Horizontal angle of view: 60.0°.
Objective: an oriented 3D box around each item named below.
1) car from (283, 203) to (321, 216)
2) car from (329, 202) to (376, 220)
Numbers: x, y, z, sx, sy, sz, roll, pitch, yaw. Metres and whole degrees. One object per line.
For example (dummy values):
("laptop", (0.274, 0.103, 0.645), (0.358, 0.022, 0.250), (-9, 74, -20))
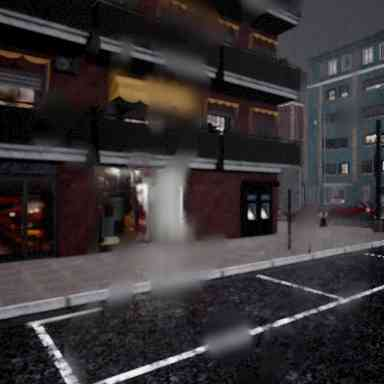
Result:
("car", (11.676, 1.859, 35.495), (1.802, 1.307, 4.206), (-1, 0, -35))
("car", (14.865, 1.649, 30.956), (1.967, 1.590, 4.097), (-1, 0, -35))
